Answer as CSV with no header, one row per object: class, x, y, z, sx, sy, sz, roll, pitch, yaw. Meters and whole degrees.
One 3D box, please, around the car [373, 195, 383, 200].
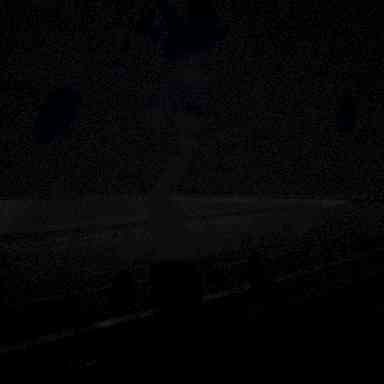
car,42.850,1.387,76.424,1.895,1.301,4.718,-1,0,4
